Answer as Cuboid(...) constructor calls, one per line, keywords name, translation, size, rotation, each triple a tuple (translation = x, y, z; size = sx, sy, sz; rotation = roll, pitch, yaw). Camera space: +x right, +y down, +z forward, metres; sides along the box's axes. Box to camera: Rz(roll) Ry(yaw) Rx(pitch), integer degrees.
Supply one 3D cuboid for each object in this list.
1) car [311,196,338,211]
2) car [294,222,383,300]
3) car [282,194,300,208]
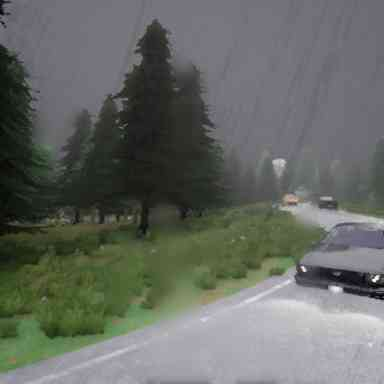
Cuboid(name="car", translation=(14.644, 1.200, 36.884), size=(1.882, 1.535, 5.008), rotation=(2, 2, 7))
Cuboid(name="car", translation=(4.471, 1.543, 8.773), size=(2.033, 1.411, 5.357), rotation=(0, 1, 37))
Cuboid(name="car", translation=(11.670, 1.036, 39.197), size=(1.882, 1.535, 5.008), rotation=(2, 1, 12))
